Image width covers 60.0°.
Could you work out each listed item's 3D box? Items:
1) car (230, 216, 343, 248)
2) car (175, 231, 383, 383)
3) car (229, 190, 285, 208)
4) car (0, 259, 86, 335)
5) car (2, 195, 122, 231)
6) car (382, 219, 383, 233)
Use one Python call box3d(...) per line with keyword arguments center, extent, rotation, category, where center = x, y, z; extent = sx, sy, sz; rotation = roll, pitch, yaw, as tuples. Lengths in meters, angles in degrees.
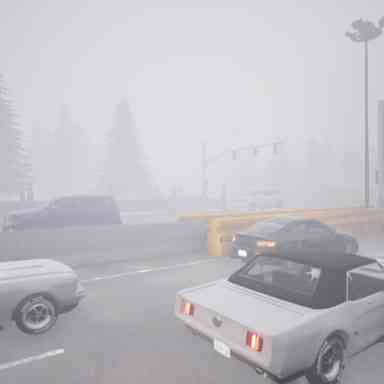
box3d(center=(3.242, 1.473, 10.321), extent=(4.674, 1.442, 1.812), rotation=(-1, 0, -35), category="car")
box3d(center=(2.174, 1.576, 5.280), extent=(4.718, 1.301, 1.895), rotation=(-1, 0, -35), category="car")
box3d(center=(5.822, 0.690, 29.388), extent=(5.566, 2.045, 2.150), rotation=(-1, 0, -35), category="car")
box3d(center=(-4.178, 1.601, 5.065), extent=(4.718, 1.301, 1.895), rotation=(0, 0, -35), category="car")
box3d(center=(-6.321, 1.199, 16.660), extent=(5.566, 2.045, 2.150), rotation=(-1, 0, -35), category="car")
box3d(center=(10.630, 1.406, 15.563), extent=(4.674, 1.442, 1.812), rotation=(-1, 0, -36), category="car")
